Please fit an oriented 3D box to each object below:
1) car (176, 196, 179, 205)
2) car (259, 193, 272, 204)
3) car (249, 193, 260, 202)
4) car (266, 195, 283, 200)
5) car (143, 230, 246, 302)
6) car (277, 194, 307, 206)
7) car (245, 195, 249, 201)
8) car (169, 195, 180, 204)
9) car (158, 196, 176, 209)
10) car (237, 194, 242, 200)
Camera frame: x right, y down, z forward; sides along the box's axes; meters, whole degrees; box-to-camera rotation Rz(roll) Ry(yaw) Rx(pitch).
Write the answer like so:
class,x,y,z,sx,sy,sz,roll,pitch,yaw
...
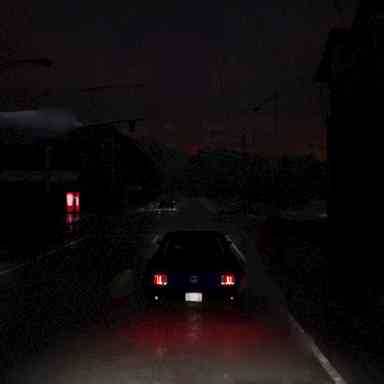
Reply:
class,x,y,z,sx,sy,sz,roll,pitch,yaw
car,-3.582,1.504,56.100,1.837,1.490,4.892,0,0,0
car,14.168,1.169,54.593,5.027,1.636,2.152,0,0,0
car,14.168,1.092,67.388,3.866,1.878,1.905,0,0,0
car,21.312,1.399,85.897,3.806,1.475,1.970,0,0,0
car,0.058,1.601,8.203,1.895,1.301,4.718,0,0,1
car,14.492,1.247,48.176,3.806,1.475,1.970,0,0,0
car,13.755,1.112,70.293,4.605,1.855,1.932,0,0,0
car,-3.528,1.477,66.527,1.882,1.535,5.008,0,0,0
car,-3.591,1.505,46.483,1.837,1.490,4.892,0,0,0
car,13.891,1.388,88.877,3.633,1.501,1.845,0,0,0
